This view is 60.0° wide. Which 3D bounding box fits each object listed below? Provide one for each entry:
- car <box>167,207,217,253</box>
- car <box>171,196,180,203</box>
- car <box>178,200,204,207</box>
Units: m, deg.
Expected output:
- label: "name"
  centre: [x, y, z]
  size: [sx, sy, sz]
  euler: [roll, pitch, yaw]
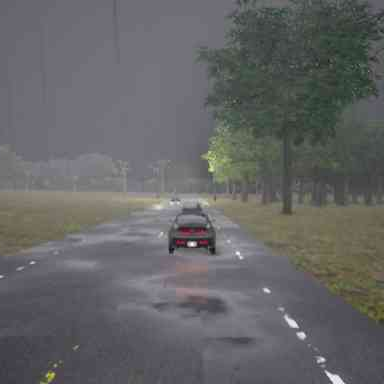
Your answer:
- label: "car"
  centre: [0.009, 1.613, 14.298]
  size: [1.837, 1.490, 4.892]
  euler: [0, 0, 0]
- label: "car"
  centre: [-3.478, 1.507, 71.001]
  size: [2.033, 1.411, 5.357]
  euler: [0, 1, 0]
- label: "car"
  centre: [0.014, 1.642, 29.468]
  size: [1.882, 1.535, 5.008]
  euler: [0, 0, 0]
